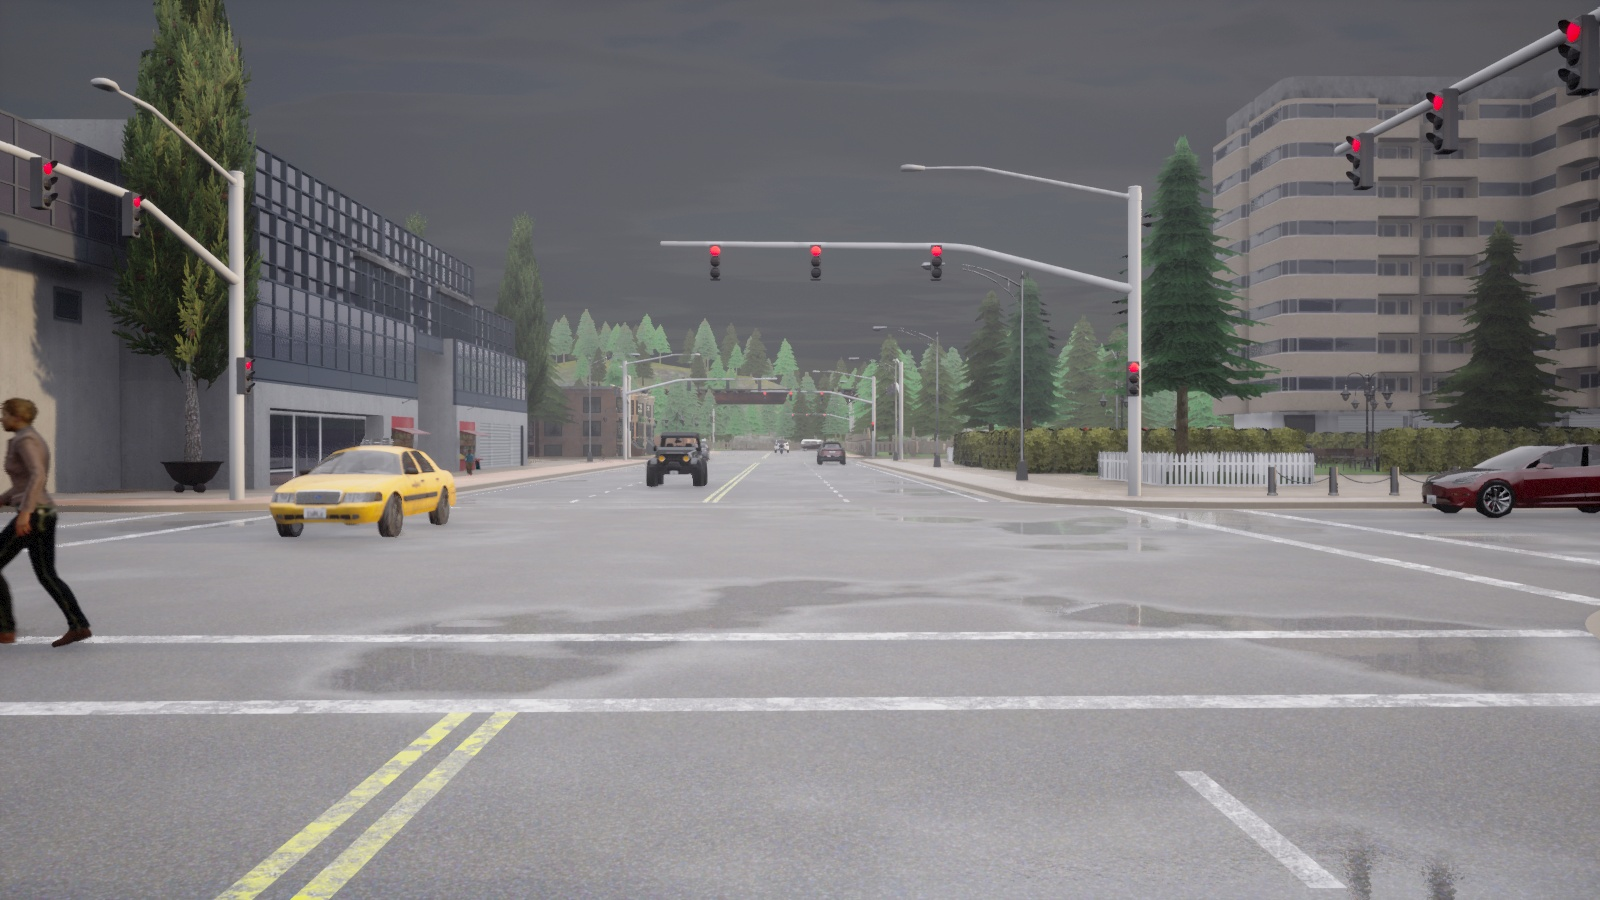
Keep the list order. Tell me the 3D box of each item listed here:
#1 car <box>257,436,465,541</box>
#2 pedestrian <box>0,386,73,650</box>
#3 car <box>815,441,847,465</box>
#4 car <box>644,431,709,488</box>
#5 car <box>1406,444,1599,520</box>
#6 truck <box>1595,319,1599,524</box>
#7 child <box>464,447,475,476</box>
[{"bbox_3d":[-7.301,0.558,21.518,1.801,1.575,5.366,0,0,-1],"label":"car"},{"bbox_3d":[-5.586,0.476,8.939,0.634,1.846,0.331,0,0,-14],"label":"pedestrian"},{"bbox_3d":[2.160,0.183,87.770,2.033,1.649,4.856,0,0,-1],"label":"car"},{"bbox_3d":[-4.225,0.294,43.422,1.905,1.878,3.866,0,0,-1],"label":"car"},{"bbox_3d":[15.302,0.614,25.652,4.792,1.488,2.163,0,0,-1],"label":"car"},{"bbox_3d":[19.204,-0.528,22.210,8.468,3.827,2.891,0,0,-1],"label":"truck"},{"bbox_3d":[-13.593,0.483,51.657,0.343,1.192,0.448,0,0,-3],"label":"child"}]
